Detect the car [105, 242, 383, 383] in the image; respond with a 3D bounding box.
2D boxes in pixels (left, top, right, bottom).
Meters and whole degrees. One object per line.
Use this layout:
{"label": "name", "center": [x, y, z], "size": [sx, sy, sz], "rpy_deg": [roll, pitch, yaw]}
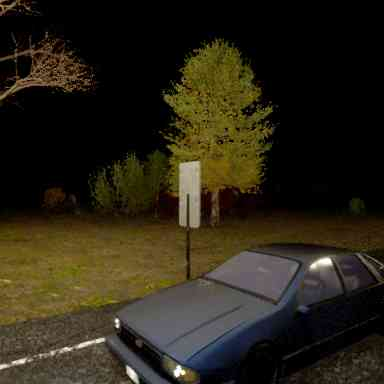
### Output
{"label": "car", "center": [1.526, 1.547, 5.091], "size": [5.357, 1.411, 2.033], "rpy_deg": [0, 0, -36]}
